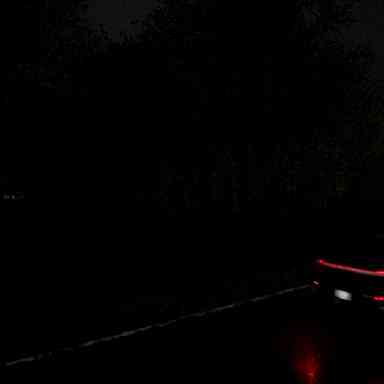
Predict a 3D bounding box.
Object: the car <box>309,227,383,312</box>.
[{"bbox_3d":[4.478,1.493,6.922,4.902,1.511,2.128,0,0,-35],"label":"car"}]
